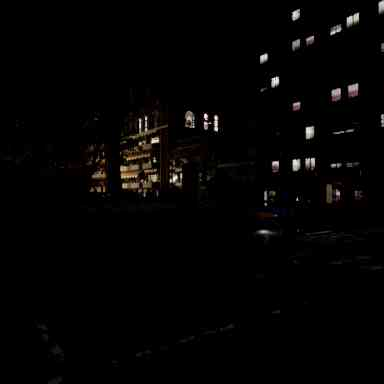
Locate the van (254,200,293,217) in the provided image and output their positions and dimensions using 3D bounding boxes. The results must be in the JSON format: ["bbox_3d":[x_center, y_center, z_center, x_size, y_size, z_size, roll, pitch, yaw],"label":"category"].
[{"bbox_3d":[7.175,1.642,30.215,1.690,1.788,3.998,-1,0,-36],"label":"van"}]

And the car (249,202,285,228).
[{"bbox_3d":[4.086,1.754,24.632,1.882,1.535,5.008,0,-1,-37],"label":"car"}]
